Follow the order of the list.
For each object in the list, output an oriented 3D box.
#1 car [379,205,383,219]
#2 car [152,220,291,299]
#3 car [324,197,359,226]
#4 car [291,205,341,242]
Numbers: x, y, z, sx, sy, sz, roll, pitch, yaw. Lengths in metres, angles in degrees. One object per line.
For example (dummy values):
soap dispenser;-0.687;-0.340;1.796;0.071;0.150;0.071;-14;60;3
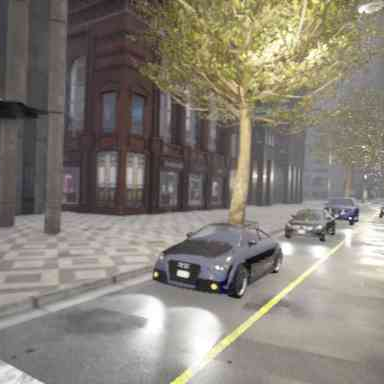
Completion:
car;19.942;1.954;33.415;1.812;1.442;4.674;2;1;32
car;0.867;1.522;8.524;1.994;1.385;4.181;2;1;32
car;11.847;1.419;26.325;2.150;2.045;5.566;2;1;32
car;6.267;1.602;17.291;1.812;1.442;4.674;2;1;31
